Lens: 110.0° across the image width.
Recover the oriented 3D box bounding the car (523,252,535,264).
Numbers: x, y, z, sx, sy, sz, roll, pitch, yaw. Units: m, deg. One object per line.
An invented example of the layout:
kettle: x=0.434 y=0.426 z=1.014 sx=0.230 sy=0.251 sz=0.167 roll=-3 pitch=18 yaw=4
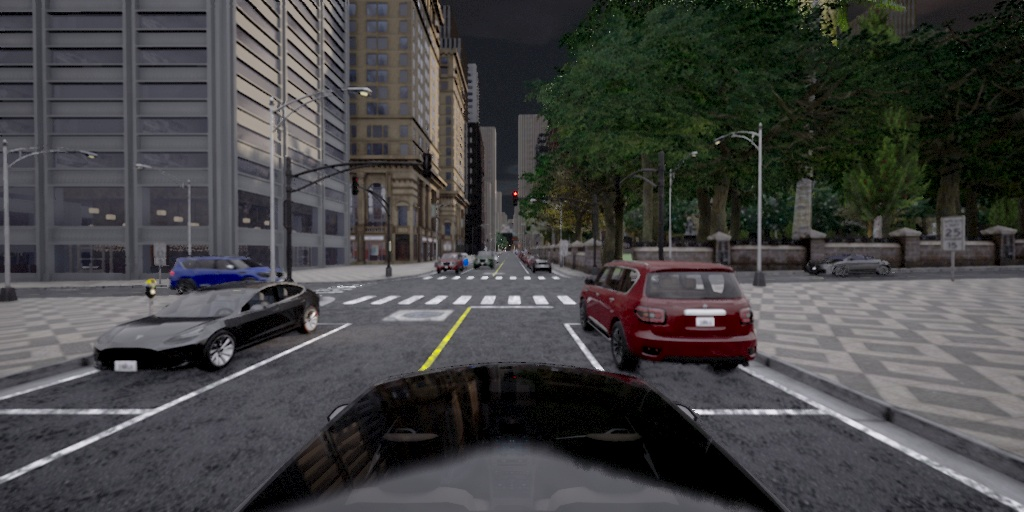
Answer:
car: x=2.736 y=0.587 z=44.918 sx=1.967 sy=1.591 sz=4.097 roll=0 pitch=0 yaw=0

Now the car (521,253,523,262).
car: x=2.730 y=0.570 z=55.757 sx=1.802 sy=1.307 sz=4.207 roll=0 pitch=0 yaw=0

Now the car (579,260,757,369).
car: x=2.758 y=0.988 z=7.522 sx=2.192 sy=1.841 sz=5.009 roll=0 pitch=0 yaw=0

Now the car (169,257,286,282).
car: x=-15.331 y=1.043 z=19.583 sx=5.566 sy=2.045 sz=2.150 roll=-1 pitch=1 yaw=0

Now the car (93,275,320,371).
car: x=-5.767 y=1.238 z=7.534 sx=1.948 sy=1.339 sz=4.313 roll=0 pitch=0 yaw=0

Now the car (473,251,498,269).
car: x=-3.105 y=0.425 z=41.072 sx=2.150 sy=2.045 sz=5.566 roll=0 pitch=1 yaw=1

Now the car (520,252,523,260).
car: x=2.727 y=0.452 z=61.178 sx=1.888 sy=1.381 sz=4.507 roll=0 pitch=0 yaw=0

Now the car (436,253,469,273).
car: x=-5.782 y=0.618 z=34.092 sx=2.192 sy=1.841 sz=5.009 roll=0 pitch=0 yaw=0

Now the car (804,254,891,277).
car: x=20.981 y=0.549 z=22.525 sx=4.181 sy=1.385 sz=1.994 roll=-1 pitch=1 yaw=0

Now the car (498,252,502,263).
car: x=-3.090 y=0.487 z=57.480 sx=1.812 sy=1.442 sz=4.674 roll=0 pitch=1 yaw=0

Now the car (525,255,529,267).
car: x=2.739 y=0.808 z=39.498 sx=1.802 sy=1.307 sz=4.207 roll=0 pitch=0 yaw=0

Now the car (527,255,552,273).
car: x=2.743 y=0.869 z=34.078 sx=1.948 sy=1.339 sz=4.313 roll=0 pitch=0 yaw=0
